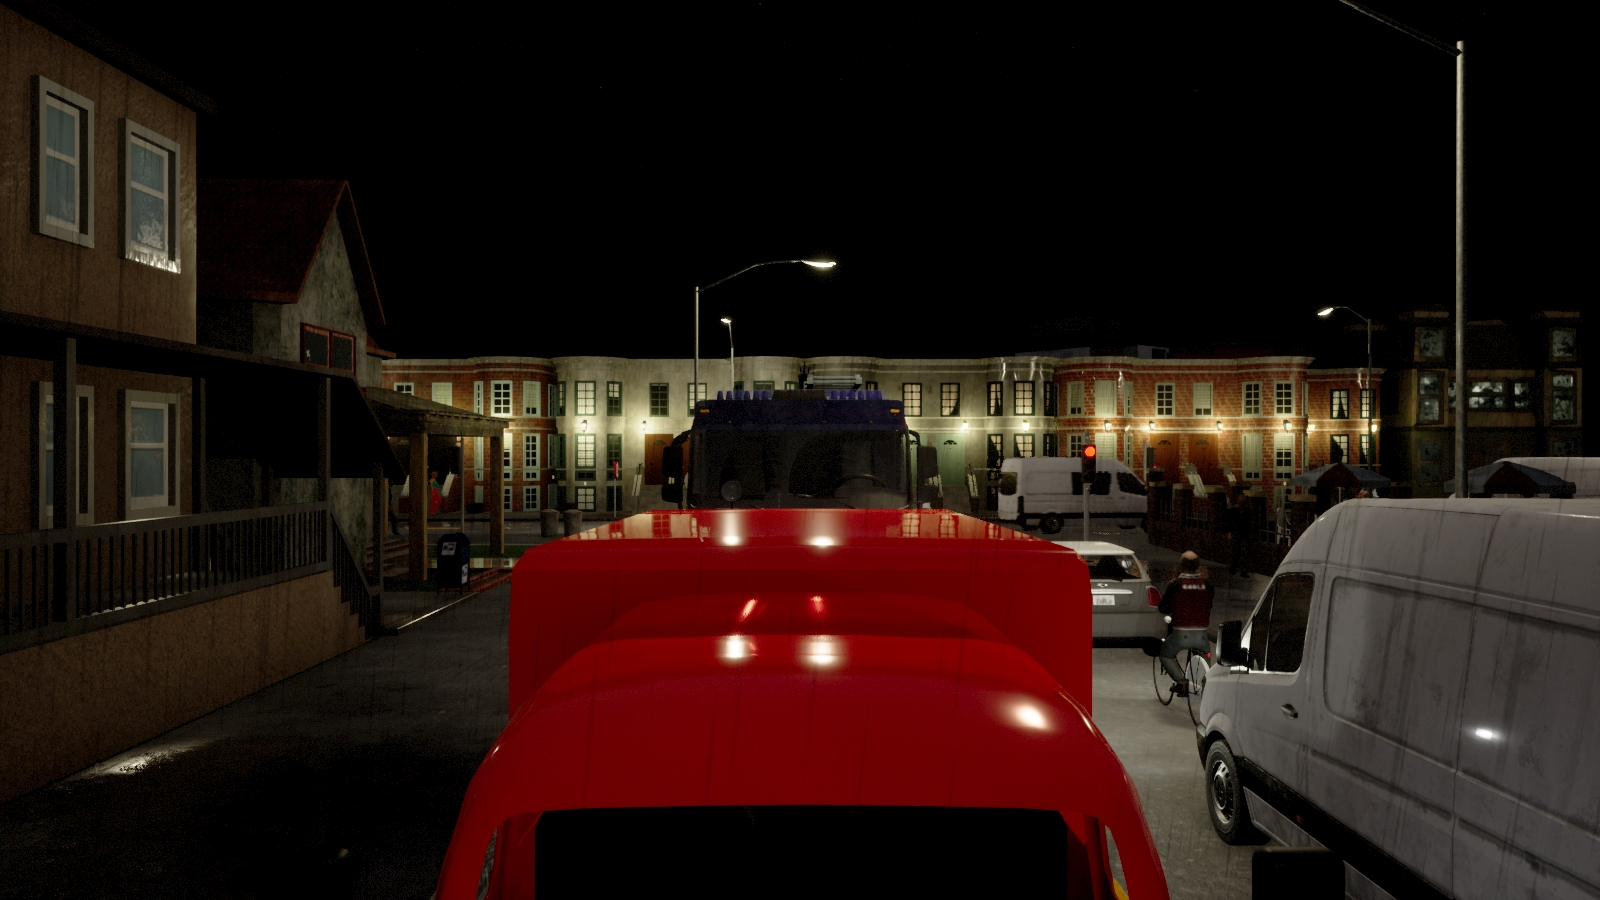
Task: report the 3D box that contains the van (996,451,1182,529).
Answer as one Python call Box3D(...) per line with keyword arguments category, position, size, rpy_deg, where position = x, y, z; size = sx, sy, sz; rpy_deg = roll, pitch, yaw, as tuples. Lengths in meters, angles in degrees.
Box3D(category="van", position=(9.875, 1.332, 39.191), size=(5.915, 2.561, 1.988), rpy_deg=(0, 0, -11))

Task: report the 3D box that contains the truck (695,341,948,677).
Box3D(category="truck", position=(0.275, 0.678, 17.256), size=(2.891, 3.827, 8.468), rpy_deg=(0, 0, 0))

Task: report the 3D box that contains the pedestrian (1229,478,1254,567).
Box3D(category="pedestrian", position=(9.357, 1.528, 24.208), size=(0.375, 1.860, 0.375), rpy_deg=(0, 0, 0))

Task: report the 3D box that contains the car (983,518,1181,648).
Box3D(category="car", position=(3.996, 1.852, 16.834), size=(1.970, 1.475, 3.806), rpy_deg=(0, 0, 0))

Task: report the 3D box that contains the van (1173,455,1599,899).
Box3D(category="van", position=(4.008, 1.318, 6.281), size=(1.988, 2.561, 5.915), rpy_deg=(0, 0, 0))

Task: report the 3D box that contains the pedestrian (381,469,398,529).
Box3D(category="pedestrian", position=(-12.881, 1.541, 35.842), size=(0.375, 1.860, 0.375), rpy_deg=(0, 0, 4))

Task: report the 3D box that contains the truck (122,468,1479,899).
Box3D(category="truck", position=(-0.002, 1.351, 4.813), size=(2.627, 2.467, 5.204), rpy_deg=(0, 0, 0))

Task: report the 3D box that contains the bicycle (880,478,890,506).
Box3D(category="bicycle", position=(4.005, 1.963, 53.762), size=(0.329, 1.271, 1.835), rpy_deg=(0, 0, 0))
